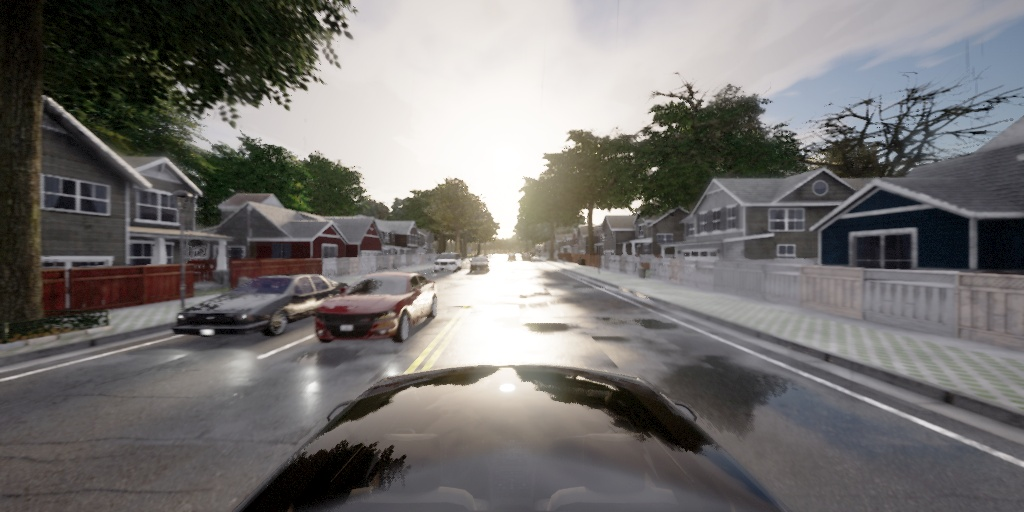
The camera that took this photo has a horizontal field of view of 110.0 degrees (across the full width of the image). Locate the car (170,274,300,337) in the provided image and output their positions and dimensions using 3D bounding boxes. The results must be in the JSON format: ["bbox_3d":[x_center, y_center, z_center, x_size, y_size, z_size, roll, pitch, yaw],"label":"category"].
[{"bbox_3d":[-6.598,1.238,10.418,2.033,1.411,5.357,0,1,0],"label":"car"}]

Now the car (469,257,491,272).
[{"bbox_3d":[-3.263,0.854,37.081,1.882,1.535,5.008,0,1,0],"label":"car"}]

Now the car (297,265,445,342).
[{"bbox_3d":[-3.346,1.172,9.778,1.882,1.535,5.008,0,0,0],"label":"car"}]

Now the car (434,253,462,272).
[{"bbox_3d":[-6.513,0.669,37.049,2.150,2.045,5.566,0,1,0],"label":"car"}]
